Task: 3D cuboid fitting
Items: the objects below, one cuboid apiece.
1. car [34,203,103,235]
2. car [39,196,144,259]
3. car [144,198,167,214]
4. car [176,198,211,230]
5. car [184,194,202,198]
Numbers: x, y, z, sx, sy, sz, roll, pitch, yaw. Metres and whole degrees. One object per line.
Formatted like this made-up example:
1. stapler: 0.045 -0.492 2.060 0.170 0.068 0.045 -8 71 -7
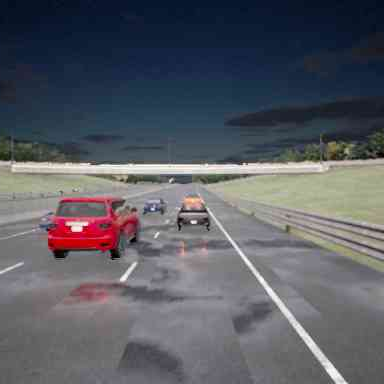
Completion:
1. car: -6.903 1.425 19.324 2.033 1.411 5.357 0 1 0
2. car: -3.403 1.162 12.520 2.150 2.045 5.566 0 0 0
3. car: -3.407 1.285 31.227 1.812 1.442 4.674 0 1 0
4. car: 0.096 1.363 20.054 2.128 1.511 4.902 0 1 0
5. car: 0.091 1.001 38.514 2.097 1.767 4.553 0 1 0
